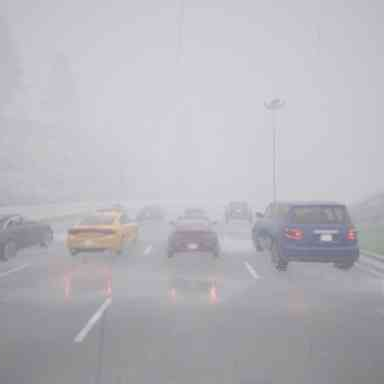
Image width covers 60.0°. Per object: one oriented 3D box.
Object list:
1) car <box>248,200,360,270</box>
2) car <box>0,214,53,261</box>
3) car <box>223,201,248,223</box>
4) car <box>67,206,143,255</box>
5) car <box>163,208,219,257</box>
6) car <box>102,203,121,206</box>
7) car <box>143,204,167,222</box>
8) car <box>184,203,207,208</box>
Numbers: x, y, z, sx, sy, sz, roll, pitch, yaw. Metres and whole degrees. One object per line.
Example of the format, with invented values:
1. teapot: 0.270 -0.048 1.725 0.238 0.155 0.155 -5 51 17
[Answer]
1. car: 3.537 1.288 11.353 2.150 2.045 5.566 0 0 1
2. car: -6.953 1.563 12.508 2.128 1.511 4.902 0 0 0
3. car: 3.703 1.507 27.415 2.097 1.767 4.553 0 0 3
4. car: -3.445 1.555 13.663 1.882 1.535 5.008 0 0 0
5. car: 0.052 1.600 13.150 1.812 1.442 4.674 0 0 0
6. car: -6.800 1.685 28.180 1.812 1.442 4.674 0 0 2
7. car: -3.277 1.722 27.695 1.994 1.385 4.181 0 0 3
8. car: 0.247 1.685 28.154 1.812 1.442 4.674 0 0 4
